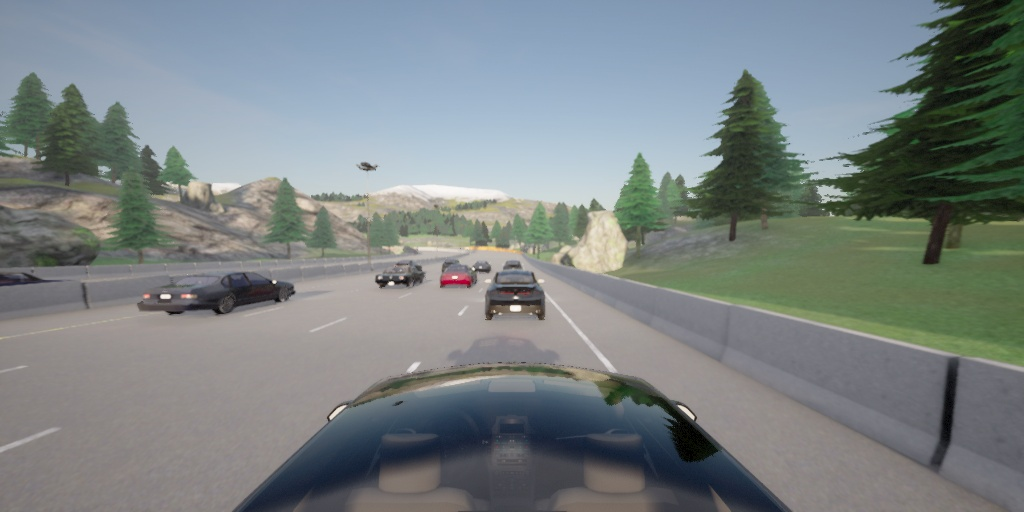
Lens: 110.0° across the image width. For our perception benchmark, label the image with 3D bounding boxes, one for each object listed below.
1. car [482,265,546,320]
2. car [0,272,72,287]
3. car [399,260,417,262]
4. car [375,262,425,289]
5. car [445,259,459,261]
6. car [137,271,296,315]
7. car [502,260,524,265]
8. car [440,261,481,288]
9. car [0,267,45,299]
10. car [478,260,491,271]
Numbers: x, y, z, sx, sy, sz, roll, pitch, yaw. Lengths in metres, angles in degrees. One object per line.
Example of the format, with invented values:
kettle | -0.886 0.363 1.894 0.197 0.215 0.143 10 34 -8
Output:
car | 0.099 1.218 12.491 1.837 1.490 4.892 0 0 0
car | -21.029 1.311 14.137 1.895 1.301 4.718 0 0 1
car | -10.404 1.126 36.094 2.128 1.511 4.902 0 0 0
car | -6.902 1.280 22.716 1.895 1.301 4.718 0 0 0
car | -6.905 1.119 41.650 1.837 1.490 4.892 0 0 0
car | -10.401 1.259 13.277 2.033 1.411 5.357 0 0 0
car | 0.096 1.145 34.027 1.837 1.490 4.892 0 0 0
car | -3.402 1.241 23.345 1.994 1.385 4.181 0 0 0
car | -24.516 1.254 15.334 2.033 1.411 5.357 0 0 0
car | -3.405 1.181 41.007 1.994 1.385 4.181 0 0 0
